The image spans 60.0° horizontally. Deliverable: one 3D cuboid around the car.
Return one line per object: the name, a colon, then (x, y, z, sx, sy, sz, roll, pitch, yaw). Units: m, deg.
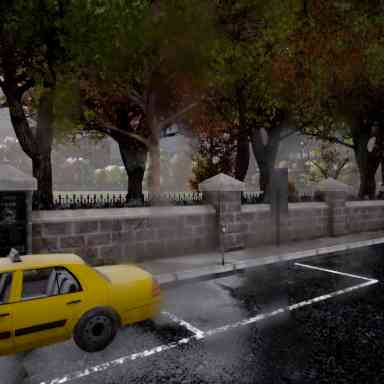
car: (-2.749, 1.525, 4.598, 4.829, 1.417, 1.752, 0, 0, -35)
